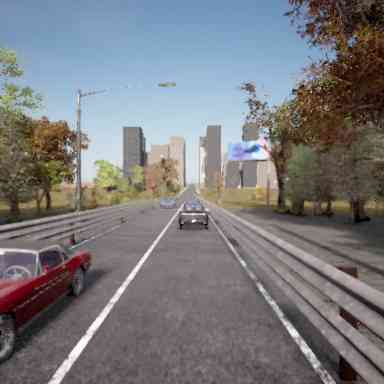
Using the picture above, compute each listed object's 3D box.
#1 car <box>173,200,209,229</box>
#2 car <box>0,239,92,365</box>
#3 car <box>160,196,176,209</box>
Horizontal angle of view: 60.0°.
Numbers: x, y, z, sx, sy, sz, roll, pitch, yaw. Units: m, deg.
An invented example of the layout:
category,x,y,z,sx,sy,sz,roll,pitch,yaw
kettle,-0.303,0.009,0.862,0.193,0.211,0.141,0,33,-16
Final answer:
category,x,y,z,sx,sy,sz,roll,pitch,yaw
car,0.098,1.519,22.055,2.128,1.511,4.902,0,0,0
car,-3.350,1.604,5.862,1.895,1.301,4.718,0,0,0
car,-3.354,1.417,47.385,2.097,1.767,4.553,0,0,0
